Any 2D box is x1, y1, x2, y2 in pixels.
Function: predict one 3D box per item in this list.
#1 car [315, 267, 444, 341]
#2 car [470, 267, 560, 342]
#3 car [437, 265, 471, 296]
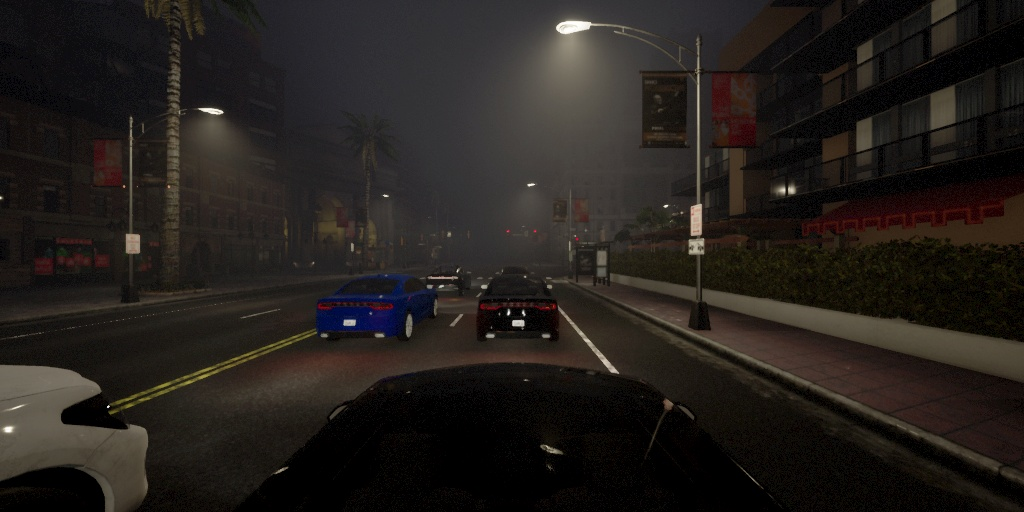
[{"bbox_3d":[-3.360,1.228,9.883,1.882,1.535,5.008,0,0,0],"label":"car"},{"bbox_3d":[0.135,1.228,9.848,1.882,1.535,5.008,0,0,0],"label":"car"},{"bbox_3d":[-3.334,1.242,19.388,2.128,1.511,4.902,0,0,0],"label":"car"}]
